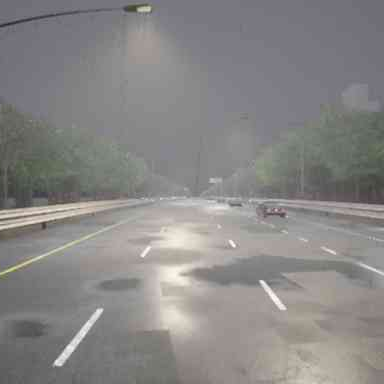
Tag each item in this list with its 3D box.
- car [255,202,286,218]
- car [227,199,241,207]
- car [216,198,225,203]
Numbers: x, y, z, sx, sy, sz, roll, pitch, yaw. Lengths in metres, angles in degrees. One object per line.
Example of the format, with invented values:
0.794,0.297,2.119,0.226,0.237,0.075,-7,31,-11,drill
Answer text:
7.054,1.592,30.260,2.033,1.411,5.357,0,0,0,car
7.181,1.819,56.485,1.994,1.385,4.181,0,-1,0,car
7.418,2.171,86.668,1.812,1.442,4.674,0,-1,1,car
